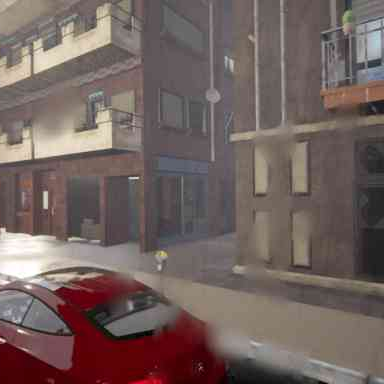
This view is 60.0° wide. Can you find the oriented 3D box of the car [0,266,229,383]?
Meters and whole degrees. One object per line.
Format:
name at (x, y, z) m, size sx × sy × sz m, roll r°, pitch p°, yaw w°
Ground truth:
car at (-1.581, 1.583, 3.979) m, size 4.206 × 1.307 × 1.802 m, roll 0°, pitch -1°, yaw 36°
